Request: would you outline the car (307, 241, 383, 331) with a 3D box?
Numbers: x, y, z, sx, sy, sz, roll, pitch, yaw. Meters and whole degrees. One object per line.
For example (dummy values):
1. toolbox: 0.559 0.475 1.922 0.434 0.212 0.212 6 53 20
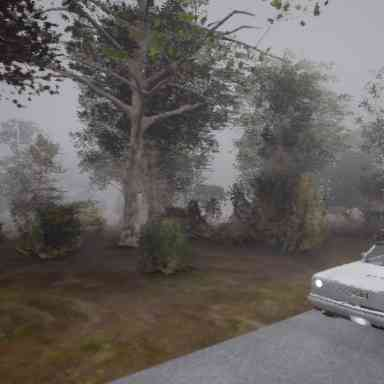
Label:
1. car: 4.265 1.623 6.308 4.718 1.301 1.895 0 0 -37
